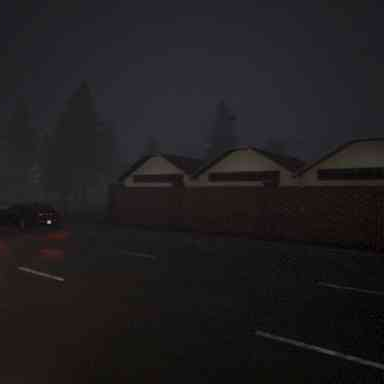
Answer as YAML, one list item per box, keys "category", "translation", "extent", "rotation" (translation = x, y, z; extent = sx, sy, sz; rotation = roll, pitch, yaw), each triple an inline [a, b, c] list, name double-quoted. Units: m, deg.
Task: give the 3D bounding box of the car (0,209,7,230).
- category: "car"
  translation: [-11.512, 1.222, 16.506]
  extent: [4.553, 1.767, 2.097]
  rotation: [0, 0, 36]

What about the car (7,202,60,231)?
- category: "car"
  translation: [-9.773, 1.373, 19.565]
  extent: [4.892, 1.490, 1.837]
  rotation: [0, 0, 35]
